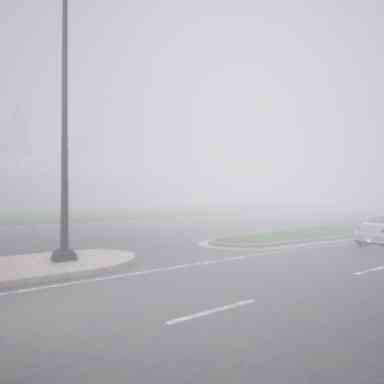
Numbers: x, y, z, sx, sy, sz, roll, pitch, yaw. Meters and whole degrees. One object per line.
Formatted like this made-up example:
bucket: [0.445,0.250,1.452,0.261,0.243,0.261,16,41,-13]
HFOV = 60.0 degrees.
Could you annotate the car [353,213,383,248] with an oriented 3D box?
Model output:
car: [8.462,1.552,13.487,4.674,1.442,1.812,0,0,-32]
